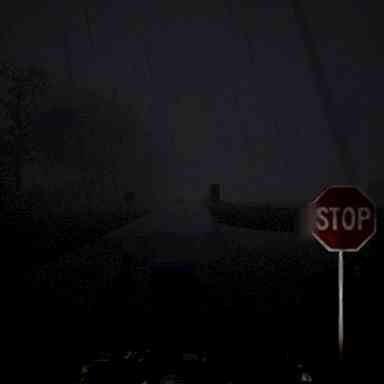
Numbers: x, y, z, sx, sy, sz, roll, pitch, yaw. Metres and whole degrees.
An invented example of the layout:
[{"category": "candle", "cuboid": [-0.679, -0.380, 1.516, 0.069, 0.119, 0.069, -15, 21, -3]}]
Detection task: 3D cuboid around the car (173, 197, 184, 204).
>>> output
[{"category": "car", "cuboid": [-2.593, 1.622, 65.315, 1.994, 1.385, 4.181, 0, 0, 0]}]
